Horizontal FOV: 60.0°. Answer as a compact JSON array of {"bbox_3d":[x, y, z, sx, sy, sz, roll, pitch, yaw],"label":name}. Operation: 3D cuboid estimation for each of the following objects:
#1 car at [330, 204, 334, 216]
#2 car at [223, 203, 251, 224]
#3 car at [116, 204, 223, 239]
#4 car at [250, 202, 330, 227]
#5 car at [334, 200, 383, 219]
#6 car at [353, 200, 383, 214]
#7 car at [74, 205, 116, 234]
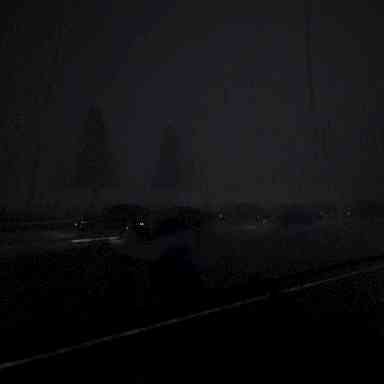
[{"bbox_3d":[11.446,1.601,30.518,4.718,1.301,1.895,0,0,-35],"label":"car"},{"bbox_3d":[3.653,1.547,24.987,5.357,1.411,2.033,0,0,-35],"label":"car"},{"bbox_3d":[-1.092,1.492,17.315,4.902,1.511,2.128,0,0,-35],"label":"car"},{"bbox_3d":[6.851,1.547,22.970,5.357,1.411,2.033,0,0,-35],"label":"car"},{"bbox_3d":[14.851,1.491,28.649,4.902,1.511,2.128,0,0,-35],"label":"car"},{"bbox_3d":[19.654,1.564,36.279,4.181,1.385,1.994,0,0,-35],"label":"car"},{"bbox_3d":[-4.285,1.505,19.341,4.892,1.490,1.837,0,0,-35],"label":"car"}]
